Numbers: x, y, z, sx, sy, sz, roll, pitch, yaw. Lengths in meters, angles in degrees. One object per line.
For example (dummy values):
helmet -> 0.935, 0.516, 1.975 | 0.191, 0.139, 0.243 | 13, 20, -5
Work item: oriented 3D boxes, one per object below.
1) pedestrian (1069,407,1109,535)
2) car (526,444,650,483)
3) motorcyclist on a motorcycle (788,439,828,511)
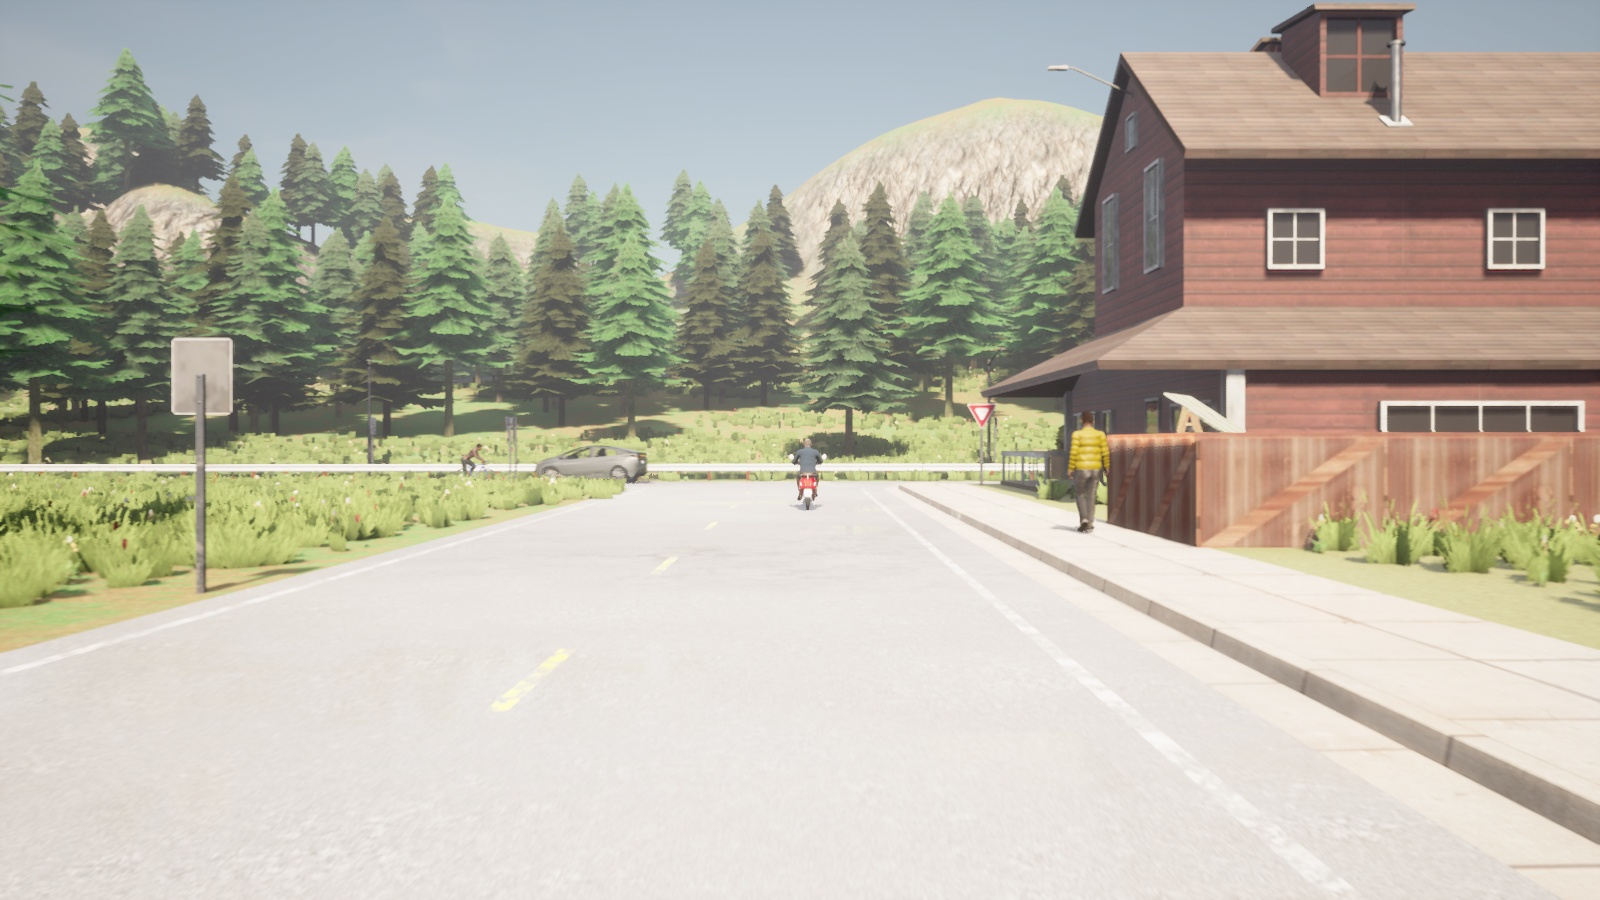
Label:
pedestrian -> 4.249, 0.301, 18.495 | 0.431, 1.840, 0.709 | 0, 0, 0
car -> -8.534, 0.536, 50.738 | 4.514, 1.525, 2.007 | 0, 0, 8
motorcyclist on a motorcycle -> 0.178, 0.539, 28.590 | 0.866, 1.590, 1.817 | 0, 0, 0
